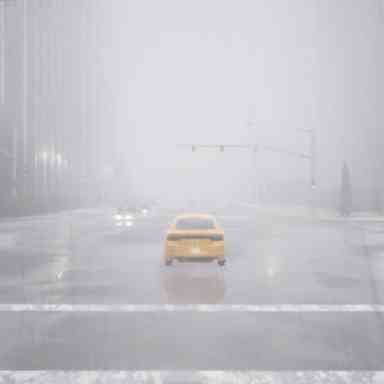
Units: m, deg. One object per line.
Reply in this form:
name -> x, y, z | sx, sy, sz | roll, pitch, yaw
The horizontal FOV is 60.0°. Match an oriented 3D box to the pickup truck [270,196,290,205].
pickup truck -> 16.629, 1.294, 62.644 | 2.390, 2.098, 6.274 | 0, 0, 31

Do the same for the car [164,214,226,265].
car -> 0.101, 1.523, 11.925 | 1.882, 1.535, 5.008 | 0, 0, 0

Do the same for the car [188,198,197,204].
car -> 0.109, 1.822, 68.924 | 1.994, 1.385, 4.181 | 0, 0, 0

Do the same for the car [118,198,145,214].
car -> -7.082, 1.633, 37.645 | 2.128, 1.511, 4.902 | 0, 0, 0

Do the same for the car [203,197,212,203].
car -> 3.510, 1.884, 77.148 | 1.895, 1.301, 4.718 | 0, 0, 0

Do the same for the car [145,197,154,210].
car -> -7.059, 1.654, 47.123 | 1.882, 1.535, 5.008 | 0, 0, 0

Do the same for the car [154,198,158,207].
car -> -6.993, 1.720, 57.393 | 1.837, 1.490, 4.892 | 0, 0, 0
